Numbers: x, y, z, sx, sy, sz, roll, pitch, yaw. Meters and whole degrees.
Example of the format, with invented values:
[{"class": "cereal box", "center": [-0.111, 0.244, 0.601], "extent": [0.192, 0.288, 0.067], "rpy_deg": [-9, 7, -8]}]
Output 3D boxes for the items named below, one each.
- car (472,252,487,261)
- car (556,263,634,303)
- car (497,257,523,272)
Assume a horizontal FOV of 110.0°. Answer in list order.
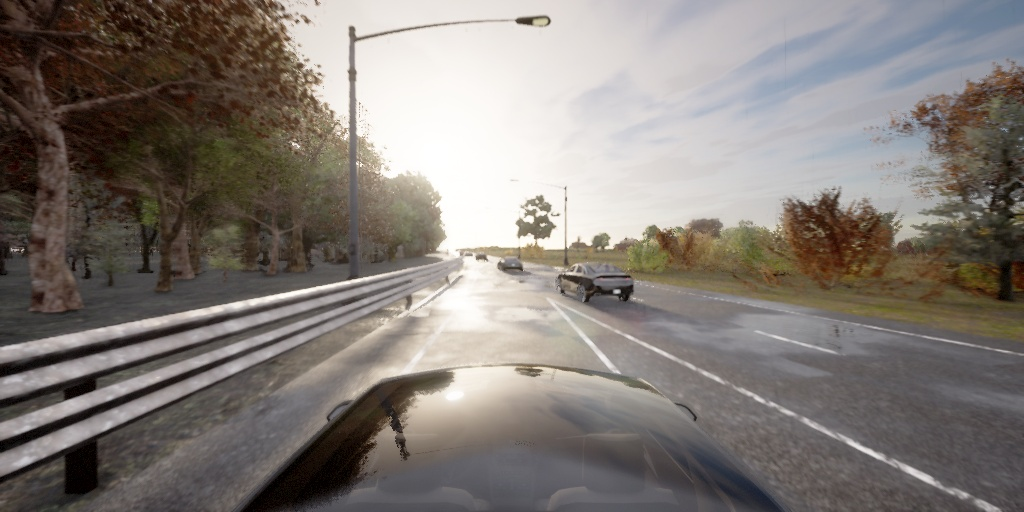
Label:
[{"class": "car", "center": [-5.602, 0.095, 64.618], "extent": [1.837, 1.490, 4.892], "rpy_deg": [0, 1, -10]}, {"class": "car", "center": [3.294, 1.017, 15.101], "extent": [2.128, 1.511, 4.902], "rpy_deg": [0, 1, -10]}, {"class": "car", "center": [-0.238, 0.739, 34.763], "extent": [1.994, 1.385, 4.181], "rpy_deg": [0, 1, -10]}]
